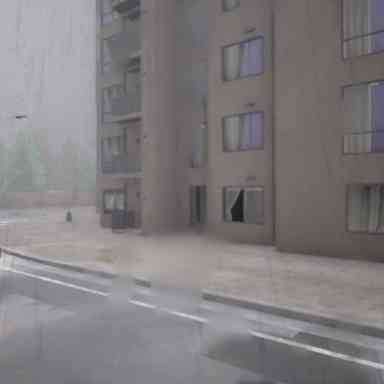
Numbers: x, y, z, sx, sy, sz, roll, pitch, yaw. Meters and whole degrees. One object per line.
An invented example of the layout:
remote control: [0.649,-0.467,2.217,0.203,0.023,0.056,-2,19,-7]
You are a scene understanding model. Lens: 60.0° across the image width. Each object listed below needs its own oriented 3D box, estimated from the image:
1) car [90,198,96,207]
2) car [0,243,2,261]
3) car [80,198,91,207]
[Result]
car: [-13.760,1.798,54.114,1.994,1.385,4.181,0,0,36]
car: [-7.471,1.286,9.586,5.566,2.045,2.150,0,0,41]
car: [-16.548,1.744,56.228,2.128,1.511,4.902,0,0,36]
